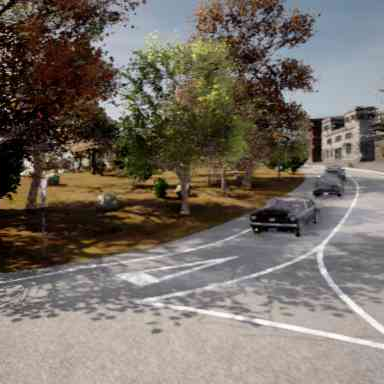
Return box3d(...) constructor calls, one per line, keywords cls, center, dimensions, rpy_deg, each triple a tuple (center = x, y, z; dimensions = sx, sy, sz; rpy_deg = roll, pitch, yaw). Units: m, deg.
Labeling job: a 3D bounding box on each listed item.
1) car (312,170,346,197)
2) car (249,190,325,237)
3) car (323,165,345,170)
box3d(cls="car", center=(10.280, -0.556, 24.893), dimensions=(2.033, 1.411, 5.357), rpy_deg=(0, 6, 28))
box3d(cls="car", center=(4.030, 0.880, 13.913), dimensions=(1.895, 1.301, 4.718), rpy_deg=(0, 5, 31))
box3d(cls="car", center=(15.459, -2.157, 36.162), dimensions=(2.097, 1.767, 4.553), rpy_deg=(0, 6, 22))
